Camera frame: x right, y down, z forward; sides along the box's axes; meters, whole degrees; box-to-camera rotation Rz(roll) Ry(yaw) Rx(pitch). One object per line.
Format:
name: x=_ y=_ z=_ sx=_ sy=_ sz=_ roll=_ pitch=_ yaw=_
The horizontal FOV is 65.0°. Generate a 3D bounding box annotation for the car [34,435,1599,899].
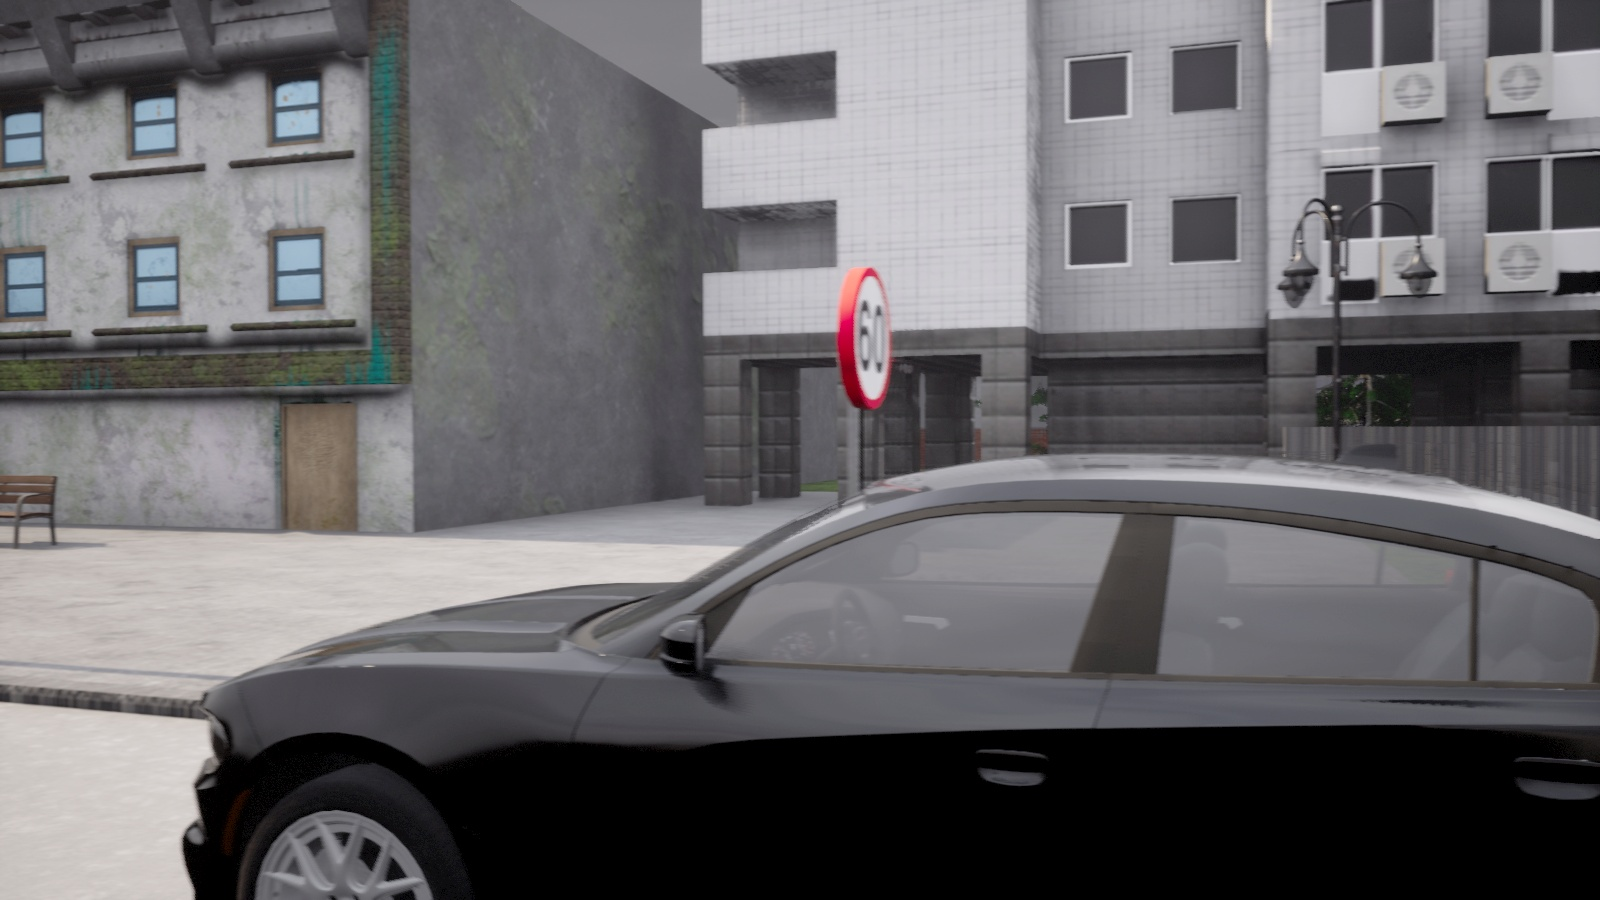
car: x=0.583 y=0.750 z=3.523 sx=5.008 sy=1.535 sz=1.882 roll=1 pitch=1 yaw=19
